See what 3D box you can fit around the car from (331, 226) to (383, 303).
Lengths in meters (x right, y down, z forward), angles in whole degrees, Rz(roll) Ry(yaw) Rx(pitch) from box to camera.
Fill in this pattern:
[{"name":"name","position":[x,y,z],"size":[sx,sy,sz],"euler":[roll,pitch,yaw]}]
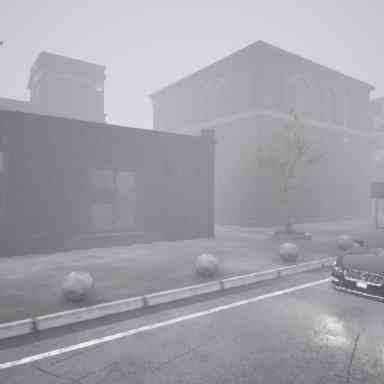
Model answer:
[{"name":"car","position":[5.187,1.507,7.706],"size":[4.892,1.490,1.837],"euler":[0,0,-36]}]
